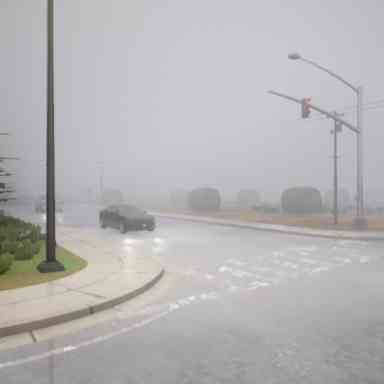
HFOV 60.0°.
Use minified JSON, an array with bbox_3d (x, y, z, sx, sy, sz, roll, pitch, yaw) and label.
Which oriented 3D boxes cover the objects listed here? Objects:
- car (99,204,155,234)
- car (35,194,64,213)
[{"bbox_3d":[-3.935,1.489,19.676,1.882,1.535,5.008,0,0,-34],"label":"car"},{"bbox_3d":[-16.171,1.232,37.539,2.150,2.045,5.566,0,0,-34],"label":"car"}]
